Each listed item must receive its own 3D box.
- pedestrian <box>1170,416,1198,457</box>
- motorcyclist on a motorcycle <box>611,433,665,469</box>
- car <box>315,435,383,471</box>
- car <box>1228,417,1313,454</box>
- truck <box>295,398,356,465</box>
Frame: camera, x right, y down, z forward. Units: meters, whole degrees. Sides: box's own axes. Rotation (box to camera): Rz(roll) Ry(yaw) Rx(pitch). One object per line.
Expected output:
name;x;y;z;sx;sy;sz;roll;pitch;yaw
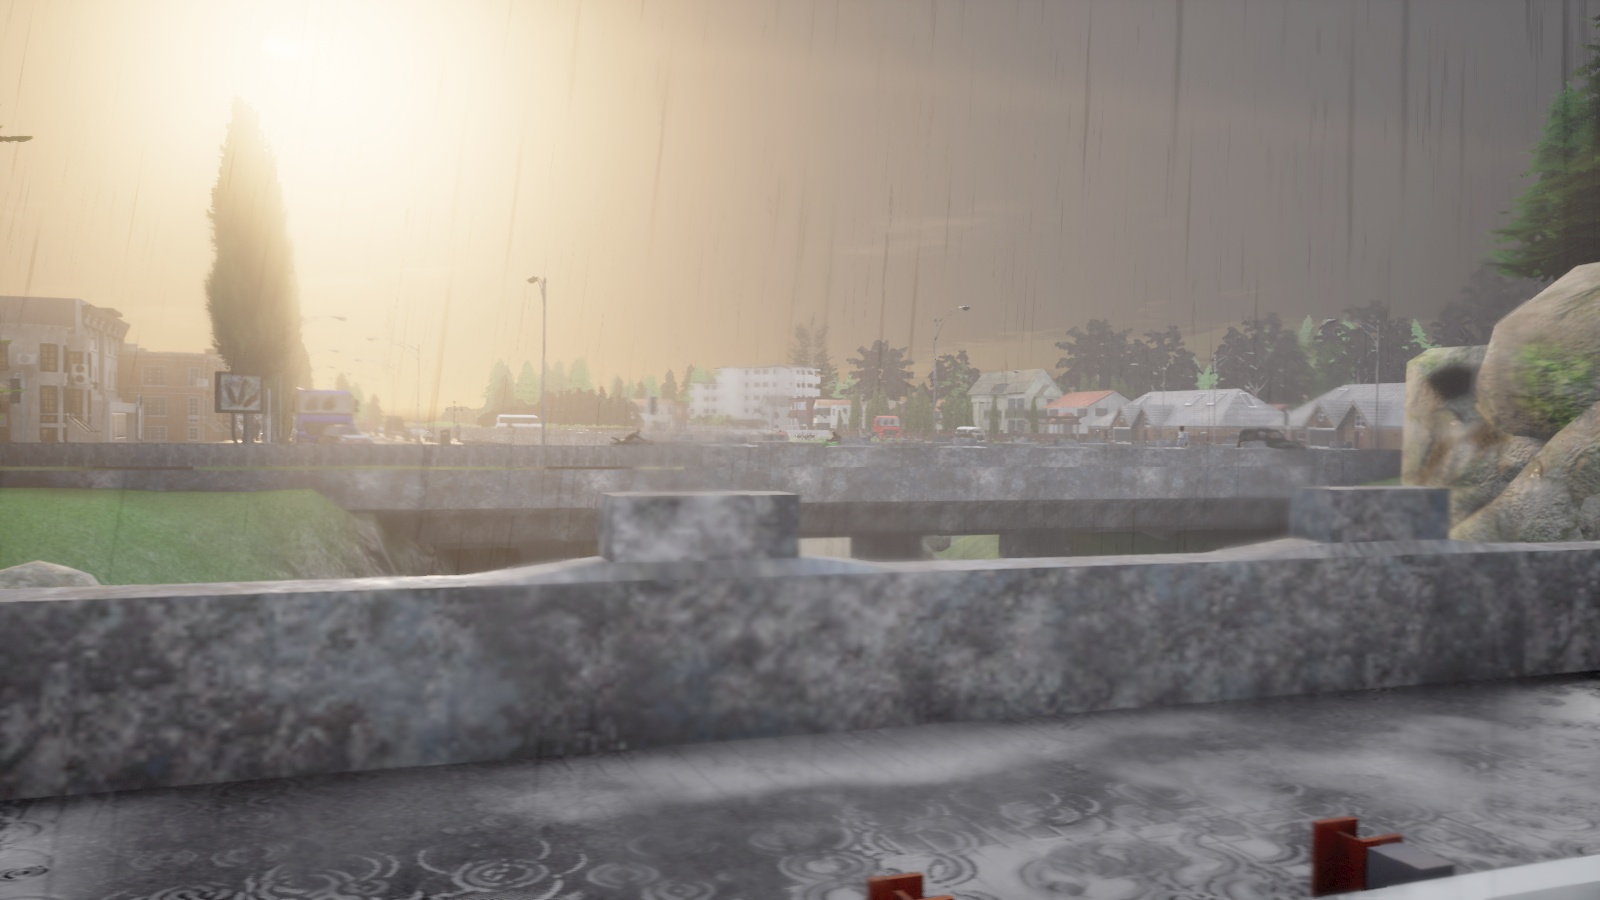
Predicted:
pedestrian;17.670;-0.624;57.810;0.900;1.855;0.874;-1;1;-17
motorcyclist on a motorcycle;-6.988;0.028;54.120;2.191;1.530;0.866;-1;1;-17
car;-20.315;0.110;56.538;1.845;1.501;3.633;-2;1;-37
car;24.775;-0.749;66.102;3.866;1.878;1.905;-1;1;-21
truck;-25.937;-1.021;68.679;2.891;3.462;7.936;-1;1;-21
